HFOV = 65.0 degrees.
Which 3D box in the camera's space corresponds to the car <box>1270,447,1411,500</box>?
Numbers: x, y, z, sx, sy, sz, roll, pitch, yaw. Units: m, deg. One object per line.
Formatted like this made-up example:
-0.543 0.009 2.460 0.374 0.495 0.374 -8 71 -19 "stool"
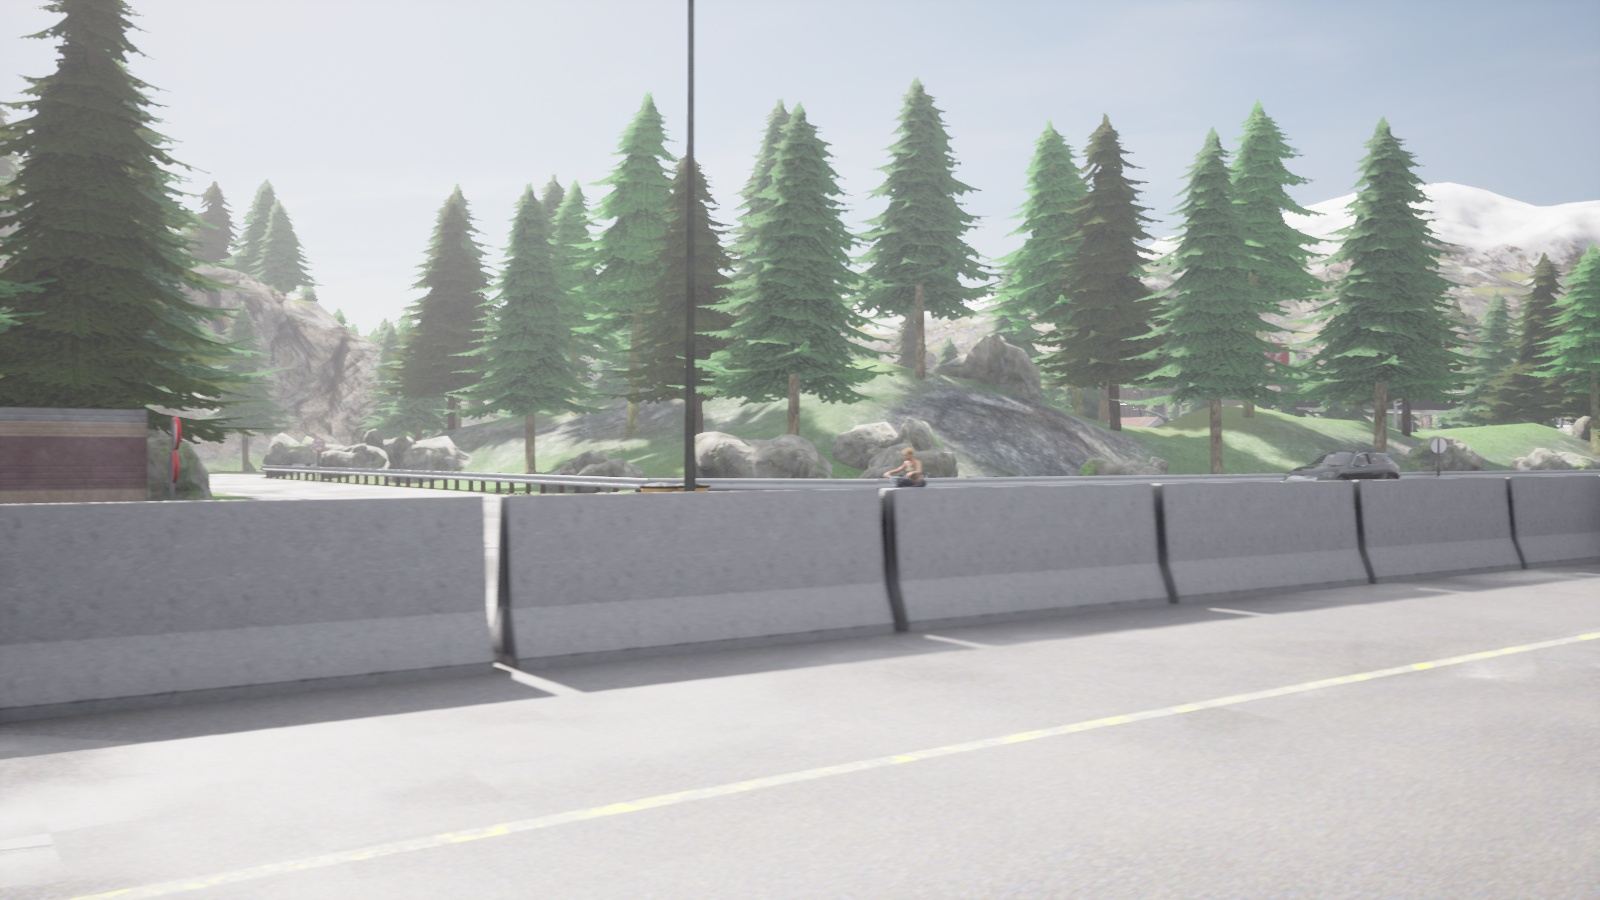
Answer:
17.986 0.739 41.718 4.856 1.649 2.033 0 0 -35 "car"
